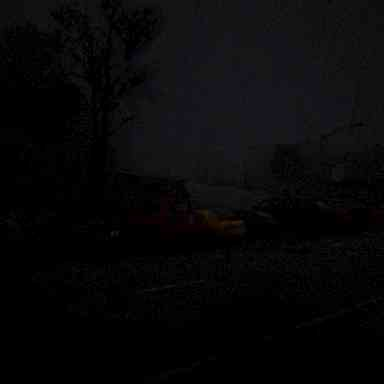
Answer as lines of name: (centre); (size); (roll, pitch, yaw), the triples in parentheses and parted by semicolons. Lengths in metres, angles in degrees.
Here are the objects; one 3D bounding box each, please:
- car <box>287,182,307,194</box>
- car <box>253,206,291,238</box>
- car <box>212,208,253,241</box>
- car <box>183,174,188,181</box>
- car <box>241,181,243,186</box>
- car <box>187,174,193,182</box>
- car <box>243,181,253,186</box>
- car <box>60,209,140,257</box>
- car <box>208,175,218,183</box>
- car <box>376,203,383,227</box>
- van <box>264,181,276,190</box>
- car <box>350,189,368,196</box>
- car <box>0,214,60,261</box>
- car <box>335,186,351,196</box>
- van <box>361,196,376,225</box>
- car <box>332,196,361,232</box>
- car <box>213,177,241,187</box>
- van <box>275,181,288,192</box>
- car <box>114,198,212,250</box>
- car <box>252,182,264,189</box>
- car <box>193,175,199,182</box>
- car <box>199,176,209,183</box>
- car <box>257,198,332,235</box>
car: (20.603, -0.515, 63.640); (2.231, 1.521, 4.892); (7, 3, 35)
car: (2.688, 1.662, 18.403); (4.674, 1.452, 2.002); (-1, -1, 35)
car: (0.081, 1.589, 16.776); (5.366, 1.575, 1.946); (-1, -1, 35)
car: (-0.249, -3.884, 93.068); (2.435, 2.045, 5.566); (1, -2, 34)
car: (11.981, -1.839, 75.998); (2.002, 1.452, 4.674); (7, 3, 35)
car: (1.520, -3.606, 90.718); (2.185, 1.767, 4.553); (4, 0, 34)
car: (13.720, -1.565, 73.534); (2.002, 1.452, 4.674); (7, 3, 35)
car: (-4.685, 1.557, 13.206); (4.792, 1.488, 2.163); (-1, -1, 35)
car: (6.885, -2.696, 83.515); (1.946, 1.575, 5.366); (7, 3, 34)
car: (12.580, 1.624, 25.281); (4.553, 1.767, 2.185); (-1, -1, 35)
van: (17.122, -1.287, 68.480); (1.878, 1.987, 4.442); (8, 3, 35)
car: (27.491, 0.612, 53.773); (2.002, 1.452, 4.674); (7, 3, 35)
car: (-7.105, 1.500, 11.461); (4.892, 1.521, 2.231); (-1, -1, 35)
car: (25.806, 0.050, 56.249); (2.435, 2.045, 5.566); (7, 3, 35)
van: (10.171, 1.491, 23.533); (4.442, 1.987, 1.878); (-1, -2, 35)
car: (7.632, 1.434, 21.864); (5.566, 2.045, 2.435); (-1, -2, 35)
car: (7.125, -1.731, 67.289); (1.895, 1.301, 4.718); (3, 4, -35)
van: (18.848, -1.014, 66.006); (1.878, 1.987, 4.442); (8, 3, 35)
car: (-2.237, 1.308, 14.951); (5.566, 2.045, 2.435); (-1, -1, 35)
car: (15.549, -1.332, 71.212); (1.946, 1.575, 5.366); (7, 3, 35)
car: (3.247, -3.372, 88.246); (2.185, 1.767, 4.553); (6, 2, 34)
car: (5.039, -3.220, 85.778); (2.435, 2.045, 5.566); (7, 3, 34)
car: (5.118, 1.402, 20.160); (5.566, 2.045, 2.435); (-1, -1, 35)
